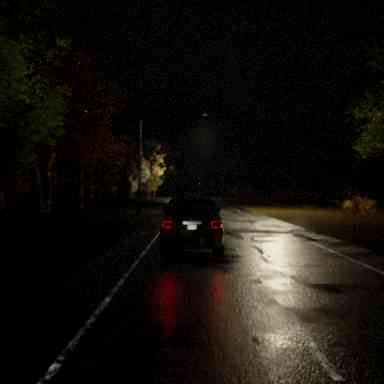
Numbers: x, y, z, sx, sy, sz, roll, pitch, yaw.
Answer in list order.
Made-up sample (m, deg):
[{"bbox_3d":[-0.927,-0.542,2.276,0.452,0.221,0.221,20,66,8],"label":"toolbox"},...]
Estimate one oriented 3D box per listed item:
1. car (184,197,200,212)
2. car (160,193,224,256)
[{"bbox_3d":[-0.003,1.403,39.084,1.837,1.490,4.892,0,0,0],"label":"car"},{"bbox_3d":[-0.003,1.191,13.107,2.150,2.045,5.566,0,0,0],"label":"car"}]
